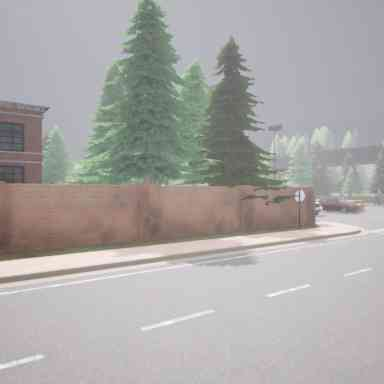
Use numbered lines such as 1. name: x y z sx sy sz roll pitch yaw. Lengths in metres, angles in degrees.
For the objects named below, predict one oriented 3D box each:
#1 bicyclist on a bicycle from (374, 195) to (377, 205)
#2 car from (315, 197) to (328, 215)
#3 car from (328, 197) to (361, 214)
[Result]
1. bicyclist on a bicycle: 30.122 1.300 54.233 1.656 1.620 0.582 0 0 -35
2. car: 9.912 1.222 32.602 2.150 2.045 5.566 0 0 -35
3. car: 15.876 1.352 36.288 2.097 1.767 4.553 0 0 -35
